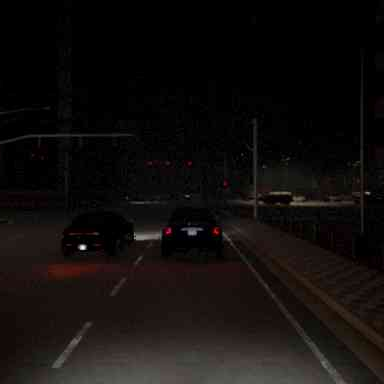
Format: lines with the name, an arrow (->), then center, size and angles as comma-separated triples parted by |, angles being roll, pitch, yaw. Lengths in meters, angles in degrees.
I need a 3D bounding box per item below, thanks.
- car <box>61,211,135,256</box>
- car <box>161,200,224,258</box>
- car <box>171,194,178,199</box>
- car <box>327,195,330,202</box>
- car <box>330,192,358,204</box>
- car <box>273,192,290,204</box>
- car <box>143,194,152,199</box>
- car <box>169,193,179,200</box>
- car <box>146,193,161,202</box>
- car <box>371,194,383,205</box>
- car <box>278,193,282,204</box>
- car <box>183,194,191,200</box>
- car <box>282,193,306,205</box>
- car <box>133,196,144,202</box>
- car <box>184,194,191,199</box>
car -> -3.483, 1.498, 13.032 | 1.837, 1.490, 4.892 | 0, 0, 0
car -> 0.016, 1.344, 12.914 | 2.097, 1.767, 4.553 | 0, 0, 0
car -> -4.821, 1.310, 93.718 | 1.837, 1.490, 4.892 | 0, 0, -1
car -> 35.803, 1.377, 81.068 | 3.905, 1.438, 1.784 | 0, 0, 0
car -> 35.754, 1.168, 78.171 | 4.605, 1.855, 1.932 | 0, 0, 0
car -> 20.722, 1.170, 72.542 | 4.605, 1.855, 1.932 | 0, 0, 0
car -> -11.754, 1.232, 88.189 | 1.895, 1.301, 4.718 | 0, 0, -1
car -> -4.694, 1.168, 83.327 | 2.150, 2.045, 5.566 | 0, 0, -1
car -> -8.063, 1.184, 72.598 | 2.150, 2.045, 5.566 | 0, 0, -1
car -> 35.933, 1.419, 61.275 | 3.806, 1.475, 1.970 | 0, 0, 0
car -> 20.786, 1.382, 69.859 | 3.905, 1.438, 1.784 | 0, 0, 0
car -> -1.198, 1.548, 83.693 | 1.895, 1.301, 4.718 | 0, 0, -1
car -> 20.801, 1.415, 66.964 | 3.806, 1.475, 1.970 | 0, 0, 0
car -> -11.563, 1.498, 72.587 | 2.033, 1.411, 5.357 | 0, 0, -1
car -> -1.321, 1.334, 93.761 | 1.812, 1.442, 4.674 | 0, 0, -1
